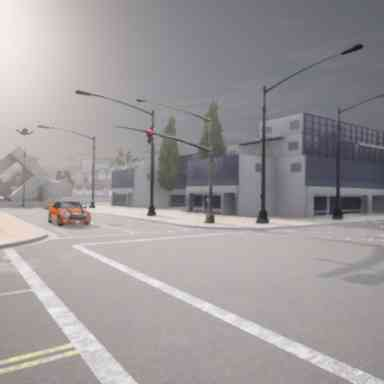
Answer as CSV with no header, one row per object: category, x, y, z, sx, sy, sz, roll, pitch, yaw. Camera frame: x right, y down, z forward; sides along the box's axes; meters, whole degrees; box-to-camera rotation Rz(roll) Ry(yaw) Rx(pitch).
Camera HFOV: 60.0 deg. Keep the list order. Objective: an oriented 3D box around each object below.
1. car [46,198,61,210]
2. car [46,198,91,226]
car,-20.228,1.690,48.597,1.882,1.535,5.008,1,-1,-21
car,-8.932,1.445,24.205,2.097,1.767,4.553,1,-1,-35
